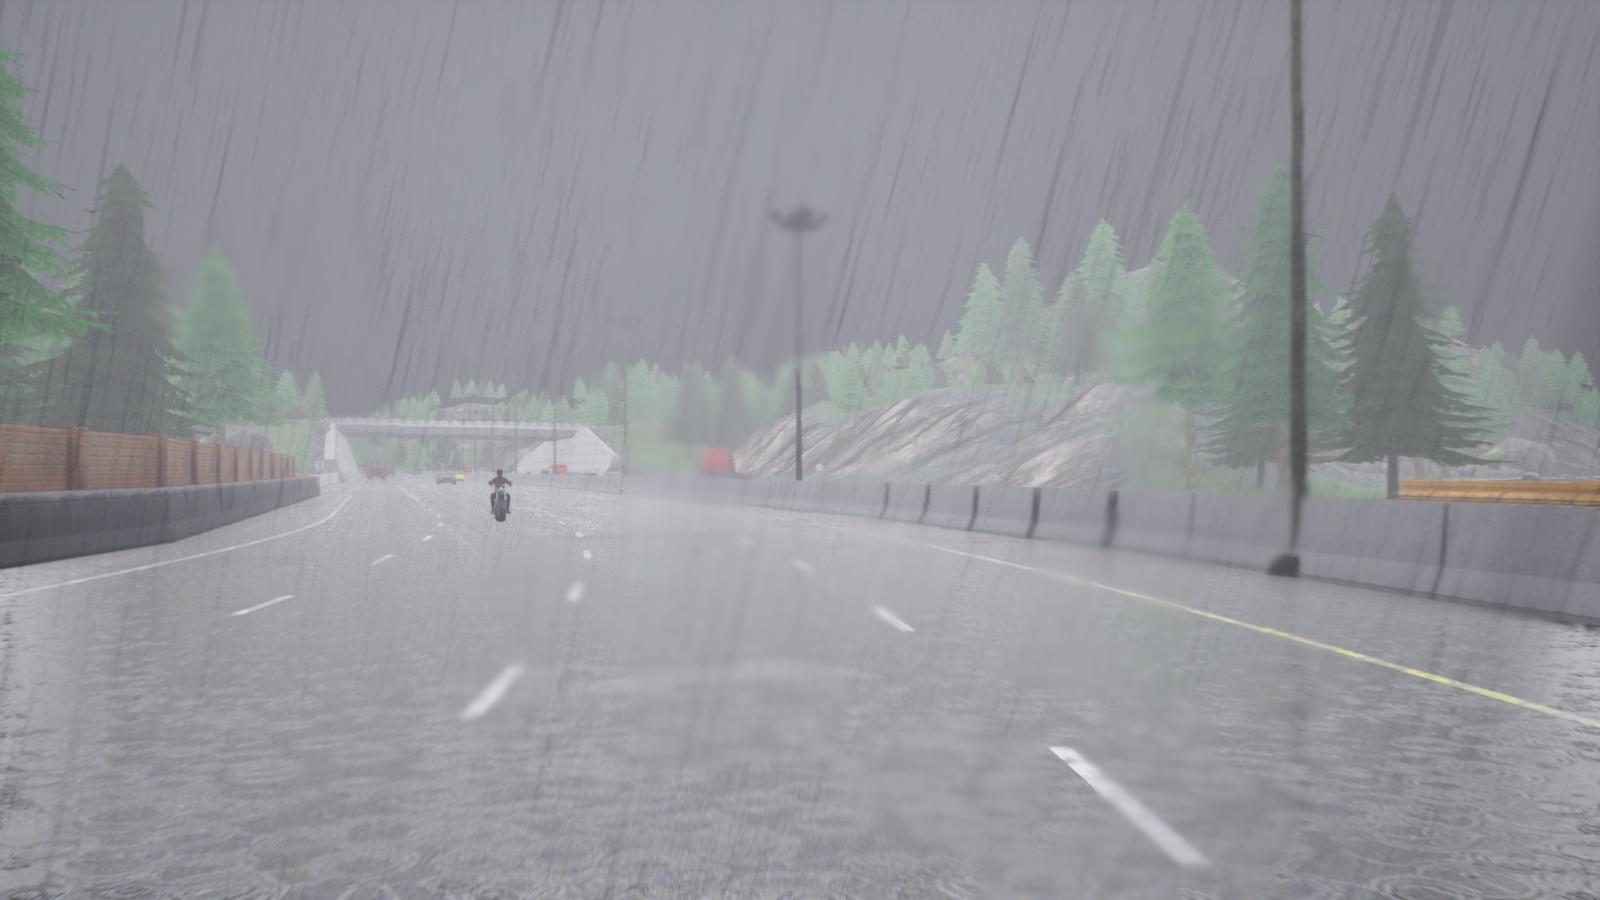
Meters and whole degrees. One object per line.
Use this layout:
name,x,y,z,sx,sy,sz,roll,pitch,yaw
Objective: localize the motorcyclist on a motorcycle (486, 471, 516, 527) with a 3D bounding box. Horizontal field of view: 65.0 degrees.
motorcyclist on a motorcycle,-9.197,1.469,38.625,0.766,1.649,2.350,-1,-1,-16
